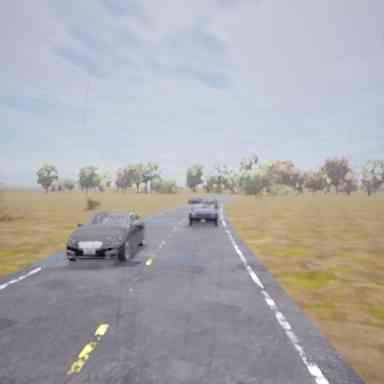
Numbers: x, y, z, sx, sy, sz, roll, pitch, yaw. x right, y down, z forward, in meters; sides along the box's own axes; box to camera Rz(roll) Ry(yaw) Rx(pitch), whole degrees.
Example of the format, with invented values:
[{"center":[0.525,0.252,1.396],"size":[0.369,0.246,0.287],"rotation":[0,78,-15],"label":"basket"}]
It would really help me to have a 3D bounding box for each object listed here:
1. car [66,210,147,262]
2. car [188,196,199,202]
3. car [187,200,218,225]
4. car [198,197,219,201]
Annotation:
[{"center":[-2.855,1.431,11.981],"size":[2.128,1.511,4.902],"rotation":[0,0,2],"label":"car"},{"center":[0.507,1.305,53.549],"size":[1.994,1.385,4.181],"rotation":[0,0,8],"label":"car"},{"center":[0.829,1.492,22.954],"size":[1.895,1.301,4.718],"rotation":[0,0,3],"label":"car"},{"center":[2.336,1.348,41.899],"size":[2.033,1.411,5.357],"rotation":[0,0,6],"label":"car"}]
